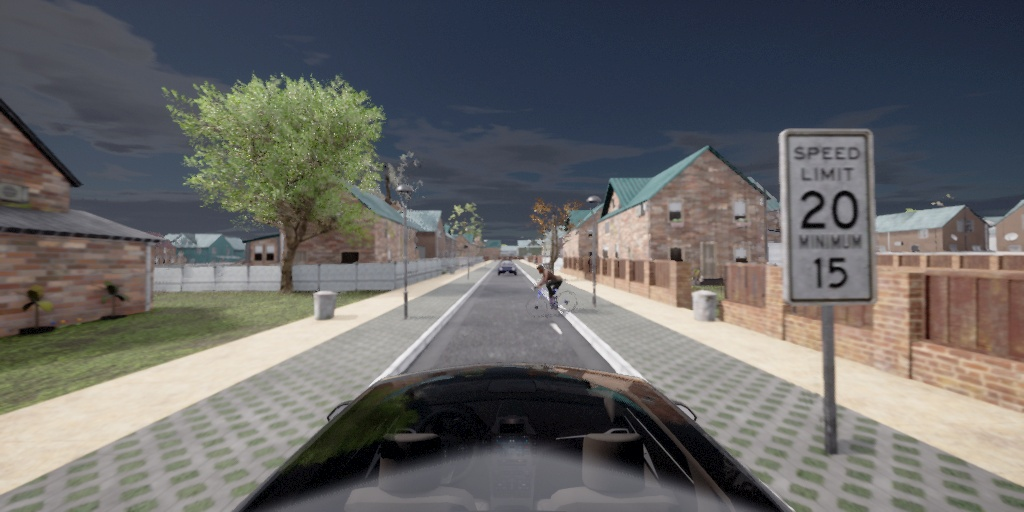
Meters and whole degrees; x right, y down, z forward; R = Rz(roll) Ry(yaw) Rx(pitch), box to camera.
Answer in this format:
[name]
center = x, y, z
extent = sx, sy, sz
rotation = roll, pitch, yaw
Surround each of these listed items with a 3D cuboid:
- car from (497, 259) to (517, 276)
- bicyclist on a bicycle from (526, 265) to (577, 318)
[car]
center = -0.471, 1.261, 35.864
extent = 1.895, 1.301, 4.718
rotation = 0, 0, -1
[bicyclist on a bicycle]
center = 1.177, 1.081, 11.359
extent = 1.656, 1.620, 0.582
rotation = -10, 0, -1
